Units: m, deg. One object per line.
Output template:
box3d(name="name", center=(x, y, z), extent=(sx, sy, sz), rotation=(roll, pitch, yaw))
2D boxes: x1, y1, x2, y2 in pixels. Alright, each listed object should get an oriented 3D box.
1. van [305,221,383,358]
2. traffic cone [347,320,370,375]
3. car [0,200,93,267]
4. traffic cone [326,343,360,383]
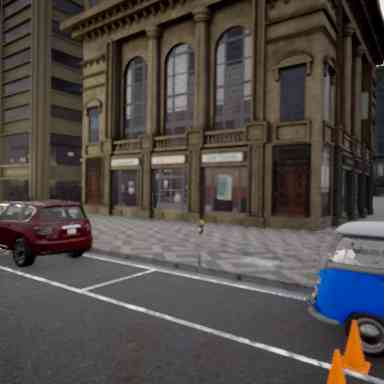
box3d(name="van", center=(3.718, 1.361, 4.429), extent=(3.998, 1.788, 1.690), rotation=(1, 1, 36))
box3d(name="traffic cone", center=(2.101, 1.956, 4.312), extent=(0.340, 0.580, 0.340), rotation=(1, 0, 36))
box3d(name="car", center=(-5.393, 1.181, 10.944), extent=(5.009, 1.841, 2.192), rotation=(1, 1, 36))
box3d(name="traffic cone", center=(1.520, 1.954, 3.498), extent=(0.340, 0.580, 0.340), rotation=(1, 0, 36))
